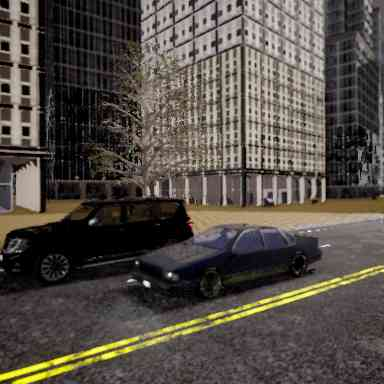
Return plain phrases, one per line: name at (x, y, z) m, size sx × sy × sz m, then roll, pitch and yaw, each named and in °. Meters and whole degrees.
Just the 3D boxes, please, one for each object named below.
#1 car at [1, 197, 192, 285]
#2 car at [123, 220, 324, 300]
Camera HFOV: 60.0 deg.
car at (-2.501, 1.225, 9.912) m, size 5.566 × 2.045 × 2.150 m, roll -2°, pitch 1°, yaw -36°
car at (1.192, 1.544, 8.591) m, size 5.357 × 1.411 × 2.033 m, roll 0°, pitch 0°, yaw -36°
